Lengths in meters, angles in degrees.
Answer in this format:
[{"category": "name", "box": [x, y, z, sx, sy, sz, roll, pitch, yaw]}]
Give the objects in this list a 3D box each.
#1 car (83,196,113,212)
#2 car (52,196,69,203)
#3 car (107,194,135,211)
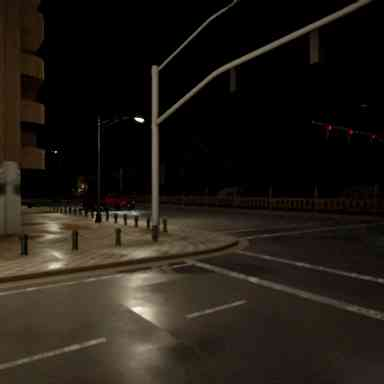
[{"category": "car", "box": [-11.421, 1.535, 39.287, 1.837, 1.490, 4.892, 0, 0, -36]}, {"category": "car", "box": [-20.693, 1.209, 52.179, 1.812, 1.442, 4.674, 0, 0, -36]}, {"category": "car", "box": [-9.243, 1.247, 42.238, 2.150, 2.045, 5.566, 0, 0, -36]}]
